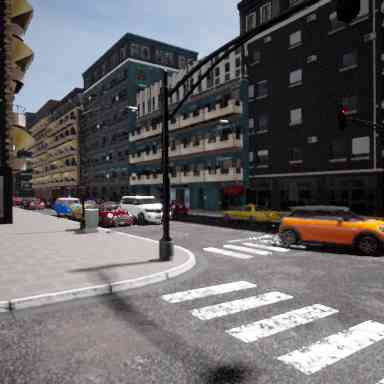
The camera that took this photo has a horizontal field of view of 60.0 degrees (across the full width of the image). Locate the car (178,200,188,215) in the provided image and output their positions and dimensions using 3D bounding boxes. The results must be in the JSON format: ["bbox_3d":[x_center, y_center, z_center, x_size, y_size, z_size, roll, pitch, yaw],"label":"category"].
[{"bbox_3d":[-2.233,1.461,33.322,1.967,1.590,4.097,-1,1,-36],"label":"car"}]

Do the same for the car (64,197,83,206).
[{"bbox_3d":[-21.547,1.666,60.333,2.008,1.369,4.403,-1,1,-36],"label":"car"}]

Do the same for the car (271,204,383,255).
[{"bbox_3d":[5.966,1.386,13.755,4.553,1.767,2.097,0,0,40],"label":"car"}]

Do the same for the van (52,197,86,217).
[{"bbox_3d":[-12.270,1.493,32.949,1.690,1.788,3.998,-1,1,-36],"label":"van"}]

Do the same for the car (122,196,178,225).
[{"bbox_3d":[-3.699,1.311,25.416,2.150,2.045,5.566,-1,0,-36],"label":"car"}]

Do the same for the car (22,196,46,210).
[{"bbox_3d":[-21.927,1.639,46.455,1.967,1.590,4.097,-1,1,-36],"label":"car"}]

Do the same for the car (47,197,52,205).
[{"bbox_3d":[-17.383,1.697,44.642,2.033,1.411,5.357,-1,0,-35],"label":"car"}]

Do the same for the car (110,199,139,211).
[{"bbox_3d":[-8.670,1.602,42.326,2.008,1.369,4.403,-1,1,-36],"label":"car"}]

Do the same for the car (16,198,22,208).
[{"bbox_3d":[-25.144,1.780,50.958,1.947,1.339,4.313,-1,1,-36],"label":"car"}]

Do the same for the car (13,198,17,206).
[{"bbox_3d":[-31.582,1.793,59.961,1.887,1.381,4.507,-1,1,-36],"label":"car"}]

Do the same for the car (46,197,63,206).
[{"bbox_3d":[-25.354,1.662,61.204,1.837,1.490,4.892,-1,0,-36],"label":"car"}]

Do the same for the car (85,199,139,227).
[{"bbox_3d":[-5.831,1.563,23.948,1.967,1.590,4.097,-1,1,-36],"label":"car"}]

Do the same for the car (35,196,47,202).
[{"bbox_3d":[-37.643,1.749,82.842,1.887,1.381,4.507,-1,1,-36],"label":"car"}]

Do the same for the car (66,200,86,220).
[{"bbox_3d":[-8.950,1.663,28.311,1.752,1.417,4.829,-1,1,-36],"label":"car"}]

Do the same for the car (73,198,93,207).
[{"bbox_3d":[-18.328,1.664,55.831,1.947,1.339,4.313,-1,1,-36],"label":"car"}]

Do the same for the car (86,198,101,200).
[{"bbox_3d":[-11.295,1.669,36.054,2.033,1.411,5.357,-1,0,-35],"label":"car"}]

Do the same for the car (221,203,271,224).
[{"bbox_3d":[4.107,1.518,24.458,1.752,1.417,4.829,-1,1,-36],"label":"car"}]
